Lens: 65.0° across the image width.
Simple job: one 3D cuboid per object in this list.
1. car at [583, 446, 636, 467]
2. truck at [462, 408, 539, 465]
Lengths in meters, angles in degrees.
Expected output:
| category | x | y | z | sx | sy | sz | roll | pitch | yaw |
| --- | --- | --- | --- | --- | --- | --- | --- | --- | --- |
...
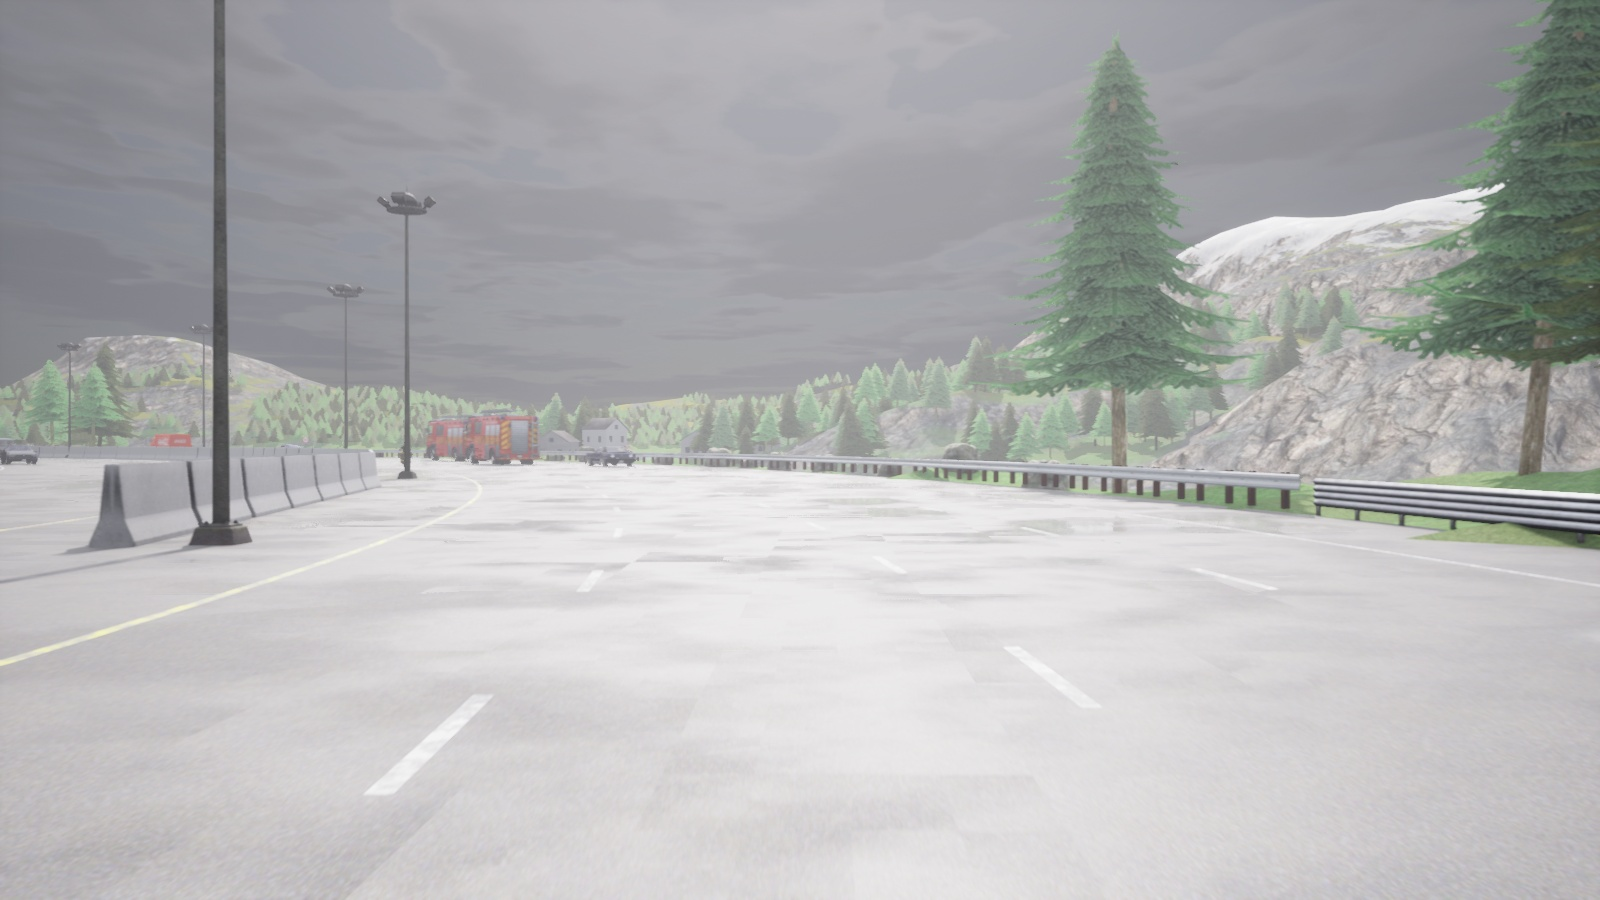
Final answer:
| category | x | y | z | sx | sy | sz | roll | pitch | yaw |
| --- | --- | --- | --- | --- | --- | --- | --- | --- | --- |
| car | -12.141 | 0.388 | 79.815 | 1.895 | 1.301 | 4.718 | 0 | 0 | -27 |
| truck | -21.385 | -0.937 | 89.237 | 2.891 | 3.827 | 8.468 | 0 | 0 | -31 |
